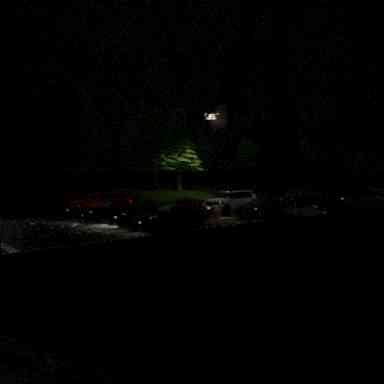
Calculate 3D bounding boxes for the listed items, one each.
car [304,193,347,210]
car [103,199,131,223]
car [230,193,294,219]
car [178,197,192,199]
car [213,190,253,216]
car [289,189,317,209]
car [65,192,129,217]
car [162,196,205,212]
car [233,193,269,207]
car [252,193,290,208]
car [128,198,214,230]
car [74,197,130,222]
[{"bbox_3d":[13.798,1.024,33.556,5.357,1.411,2.033,-1,1,-43],"label":"car"},{"bbox_3d":[-3.369,1.367,22.291,4.181,1.385,1.994,-1,1,-43],"label":"car"},{"bbox_3d":[5.520,1.136,25.816,5.008,1.535,1.882,-1,1,-43],"label":"car"},{"bbox_3d":[0.727,1.264,30.919,4.718,1.301,1.895,-1,1,-43],"label":"car"},{"bbox_3d":[3.321,0.878,28.556,5.566,2.045,2.150,-1,1,-43],"label":"car"},{"bbox_3d":[11.878,0.693,36.550,5.566,2.045,2.150,-1,1,-43],"label":"car"},{"bbox_3d":[-7.681,1.020,27.844,5.566,2.045,2.150,-1,1,-43],"label":"car"},{"bbox_3d":[-0.817,1.211,34.257,4.181,1.385,1.994,-1,1,-43],"label":"car"},{"bbox_3d":[7.512,0.970,42.047,4.892,1.490,1.837,-1,1,-43],"label":"car"},{"bbox_3d":[9.357,0.952,38.981,5.008,1.535,1.882,-1,1,-43],"label":"car"},{"bbox_3d":[-1.117,1.330,19.575,4.674,1.442,1.812,-1,1,-43],"label":"car"},{"bbox_3d":[-5.908,1.335,24.679,4.674,1.442,1.812,-1,1,-43],"label":"car"}]
